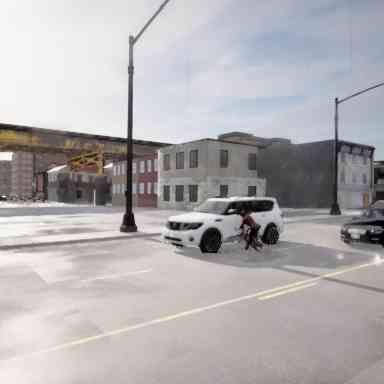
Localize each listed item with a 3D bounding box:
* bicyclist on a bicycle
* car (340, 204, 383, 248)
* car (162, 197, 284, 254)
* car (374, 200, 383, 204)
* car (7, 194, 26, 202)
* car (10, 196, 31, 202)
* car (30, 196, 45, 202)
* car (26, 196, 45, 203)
[{"bbox_3d":[2.105,1.488,12.350,0.582,1.620,1.656,-20,16,-41],"label":"bicyclist on a bicycle"},{"bbox_3d":[8.456,1.485,14.638,4.902,1.511,2.128,0,0,-36],"label":"car"},{"bbox_3d":[1.484,1.231,13.855,5.566,2.045,2.150,0,0,-37],"label":"car"},{"bbox_3d":[13.270,1.309,22.517,4.553,1.767,2.097,0,0,-36],"label":"car"},{"bbox_3d":[-39.598,1.737,77.013,4.974,1.542,2.038,0,-1,24],"label":"car"},{"bbox_3d":[-39.644,1.579,77.035,4.536,1.218,1.853,0,-1,24],"label":"car"},{"bbox_3d":[-35.875,1.621,77.211,1.853,1.218,4.536,1,0,-6],"label":"car"},{"bbox_3d":[-35.870,1.779,77.158,2.038,1.542,4.974,1,0,-6],"label":"car"}]
